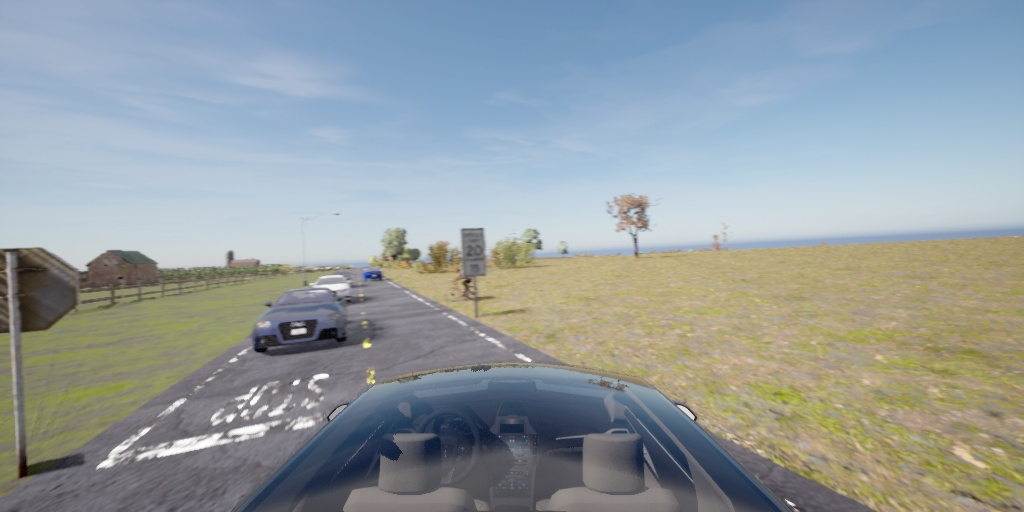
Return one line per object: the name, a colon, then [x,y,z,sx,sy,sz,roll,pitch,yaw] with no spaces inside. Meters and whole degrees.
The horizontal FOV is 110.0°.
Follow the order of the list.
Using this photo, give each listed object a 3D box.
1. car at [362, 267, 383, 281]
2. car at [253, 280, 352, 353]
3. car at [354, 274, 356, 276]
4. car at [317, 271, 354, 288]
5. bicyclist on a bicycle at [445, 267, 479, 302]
car: [-16.280,2.092,42.048,1.882,1.535,5.008,-3,0,-23]
car: [-5.776,1.617,10.176,1.994,1.385,4.181,-3,0,-24]
car: [-15.063,2.052,31.824,1.837,1.490,4.892,-3,0,-23]
car: [-9.840,1.794,19.639,1.812,1.442,4.674,-3,0,-23]
bicyclist on a bicycle: [-2.332,1.325,16.807,1.656,1.620,0.582,-2,0,-23]
